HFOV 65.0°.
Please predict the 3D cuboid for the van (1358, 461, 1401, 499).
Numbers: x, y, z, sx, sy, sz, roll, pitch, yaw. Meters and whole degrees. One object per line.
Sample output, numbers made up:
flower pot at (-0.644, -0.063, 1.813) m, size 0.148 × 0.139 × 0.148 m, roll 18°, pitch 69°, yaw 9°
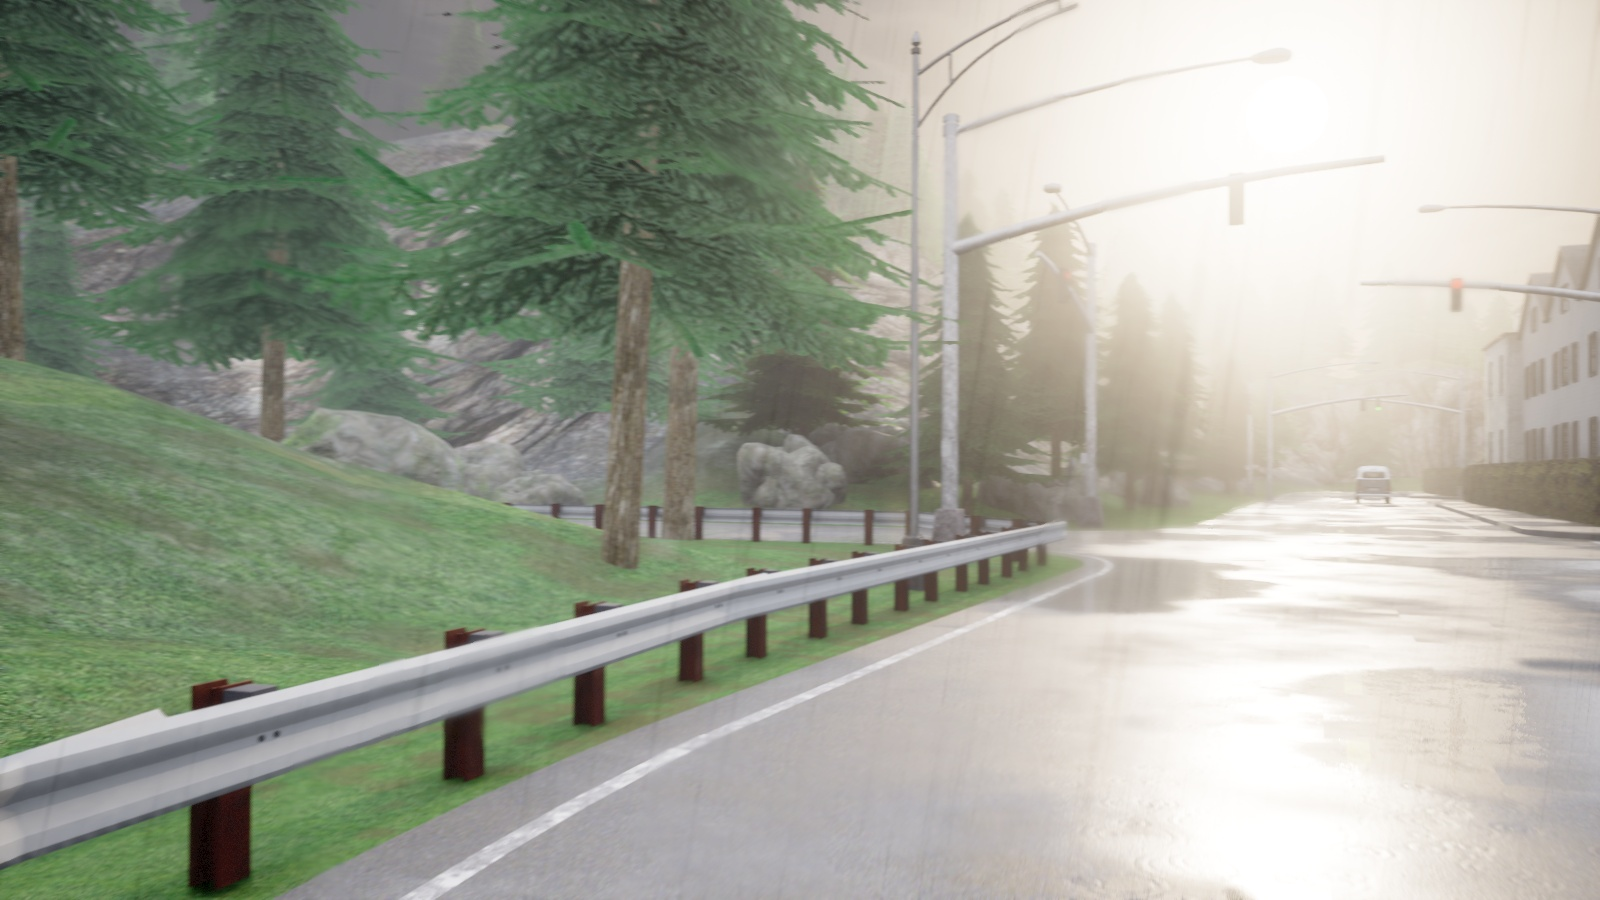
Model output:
van at (32.054, 1.653, 69.566) m, size 2.069 × 2.038 × 4.480 m, roll -1°, pitch -1°, yaw 23°
